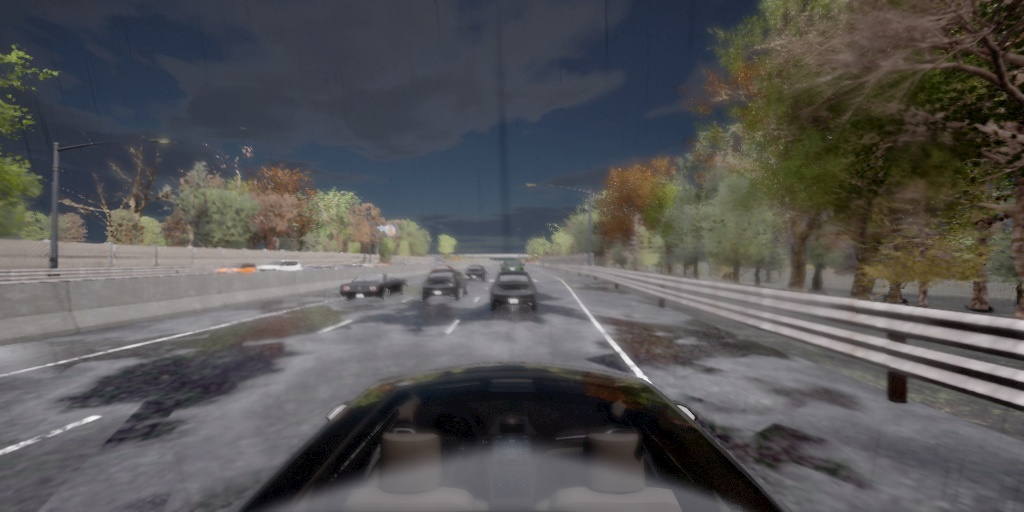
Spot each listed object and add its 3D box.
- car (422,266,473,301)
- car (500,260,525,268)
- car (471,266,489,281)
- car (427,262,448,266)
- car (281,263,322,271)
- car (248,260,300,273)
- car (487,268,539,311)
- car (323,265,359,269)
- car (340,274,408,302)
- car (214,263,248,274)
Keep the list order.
[{"bbox_3d":[-3.412,1.475,19.000,1.837,1.490,4.892,0,0,0],"label":"car"},{"bbox_3d":[0.082,1.392,34.237,2.150,2.045,5.566,0,-1,0],"label":"car"},{"bbox_3d":[-3.418,1.687,35.205,1.837,1.490,4.892,0,-1,0],"label":"car"},{"bbox_3d":[-6.919,1.677,36.490,1.882,1.535,5.008,0,-1,0],"label":"car"},{"bbox_3d":[-21.115,1.759,37.479,2.033,1.411,5.357,0,-1,0],"label":"car"},{"bbox_3d":[-24.613,1.440,38.035,2.150,2.045,5.566,0,-1,0],"label":"car"},{"bbox_3d":[0.085,1.430,15.504,1.837,1.490,4.892,0,-1,0],"label":"car"},{"bbox_3d":[-17.611,1.713,38.153,2.128,1.511,4.902,0,-1,0],"label":"car"},{"bbox_3d":[-6.912,1.565,18.600,1.895,1.301,4.718,0,-1,0],"label":"car"},{"bbox_3d":[-27.943,1.551,36.613,2.097,1.767,4.553,0,-1,-1],"label":"car"}]
